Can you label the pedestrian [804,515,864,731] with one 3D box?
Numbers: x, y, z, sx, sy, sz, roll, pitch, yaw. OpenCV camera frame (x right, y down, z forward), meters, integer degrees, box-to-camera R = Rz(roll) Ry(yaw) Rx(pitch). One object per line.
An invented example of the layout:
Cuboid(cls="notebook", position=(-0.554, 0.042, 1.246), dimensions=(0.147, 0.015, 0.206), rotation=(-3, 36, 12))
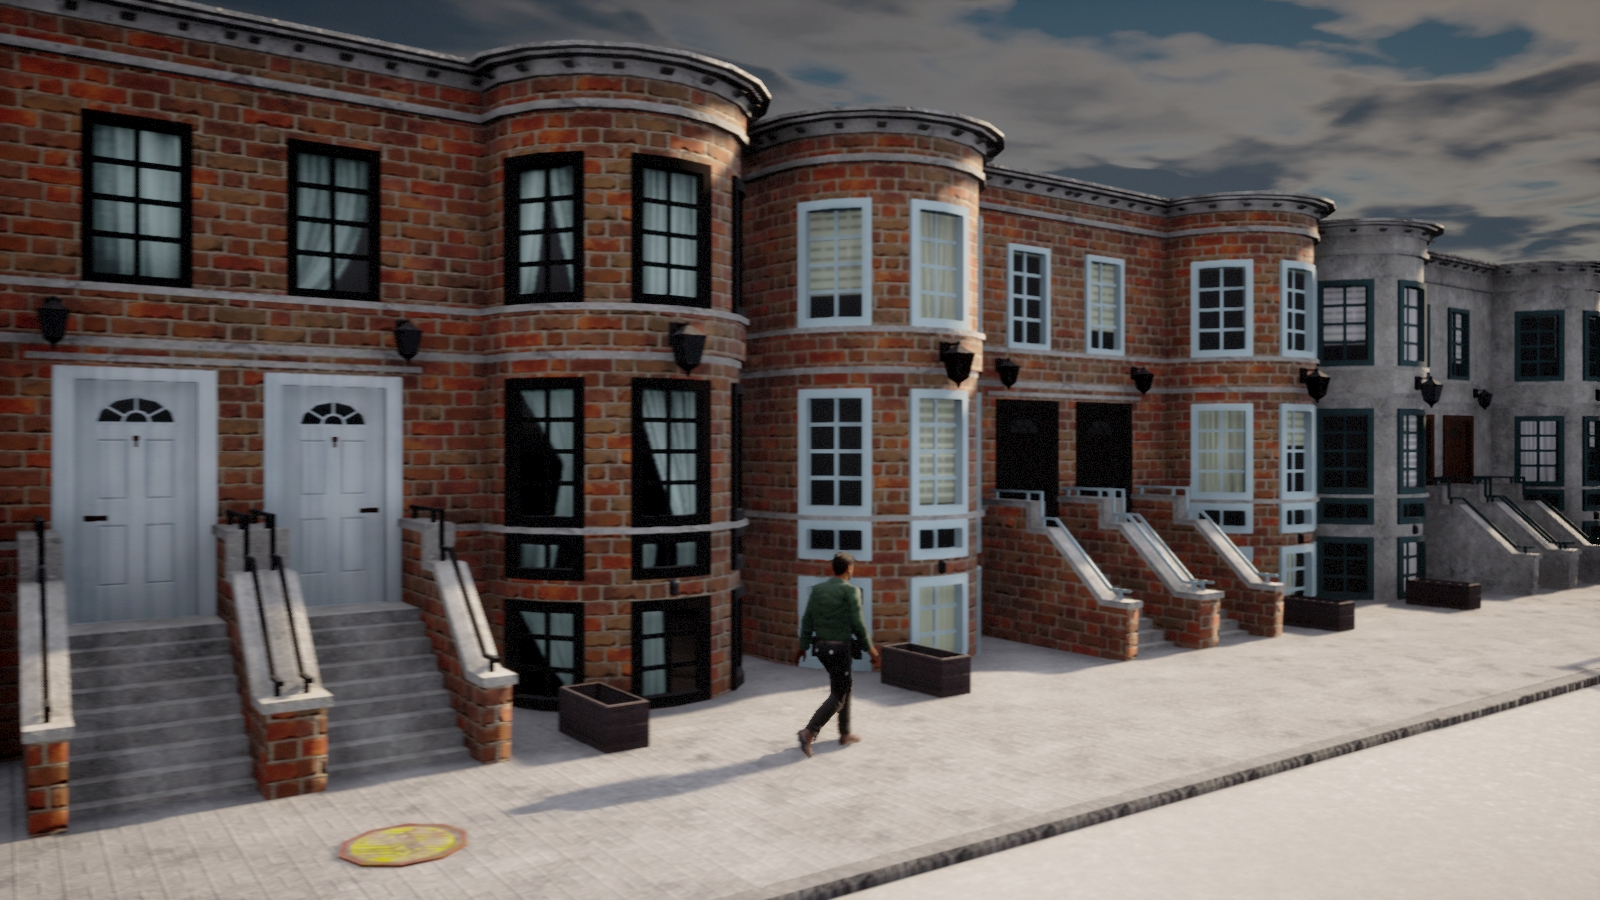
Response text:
Cuboid(cls="pedestrian", position=(0.306, 1.524, 10.247), dimensions=(0.375, 1.860, 0.375), rotation=(0, 0, -44))
